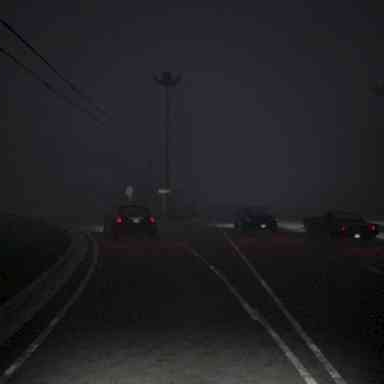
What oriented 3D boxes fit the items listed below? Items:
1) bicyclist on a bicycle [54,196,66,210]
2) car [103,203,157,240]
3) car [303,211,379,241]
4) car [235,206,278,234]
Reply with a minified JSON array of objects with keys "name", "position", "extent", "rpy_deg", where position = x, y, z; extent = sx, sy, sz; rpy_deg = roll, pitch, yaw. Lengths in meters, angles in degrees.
[{"name":"bicyclist on a bicycle","position":[-15.885,1.317,40.106],"extent":[0.582,1.620,1.656],"rpy_deg":[0,0,34]},{"name":"car","position":[-3.355,1.357,17.388],"extent":[2.097,1.767,4.553],"rpy_deg":[0,0,-21]},{"name":"car","position":[7.119,1.598,16.537],"extent":[1.895,1.301,4.718],"rpy_deg":[0,0,0]},{"name":"car","position":[3.608,1.526,19.137],"extent":[1.812,1.442,4.674],"rpy_deg":[0,0,0]}]
